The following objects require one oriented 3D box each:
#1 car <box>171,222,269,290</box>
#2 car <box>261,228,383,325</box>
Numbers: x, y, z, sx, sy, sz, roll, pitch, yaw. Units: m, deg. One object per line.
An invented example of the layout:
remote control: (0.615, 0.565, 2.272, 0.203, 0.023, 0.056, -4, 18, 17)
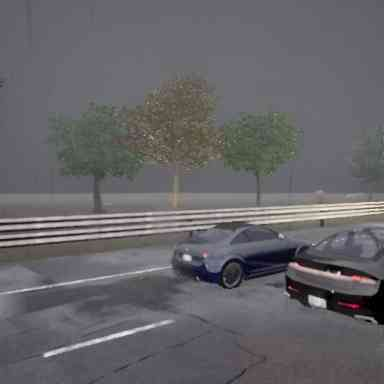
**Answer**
car: (1.518, 1.536, 9.127, 4.181, 1.385, 1.994, 0, 0, -36)
car: (3.901, 1.462, 6.531, 4.902, 1.511, 2.128, 0, 0, -36)
